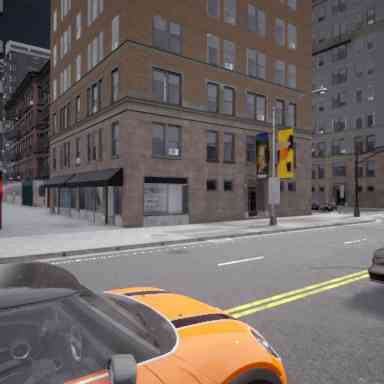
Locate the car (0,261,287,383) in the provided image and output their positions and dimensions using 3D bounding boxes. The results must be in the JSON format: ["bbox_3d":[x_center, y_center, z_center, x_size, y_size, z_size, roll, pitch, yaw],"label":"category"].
[{"bbox_3d":[-1.337,1.353,2.451,4.553,1.767,2.097,0,0,-37],"label":"car"}]

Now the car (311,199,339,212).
[{"bbox_3d":[14.002,1.536,38.438,2.033,1.411,5.357,0,0,-36],"label":"car"}]

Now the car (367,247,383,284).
[{"bbox_3d":[6.401,1.550,8.202,5.357,1.411,2.033,0,0,-37],"label":"car"}]
